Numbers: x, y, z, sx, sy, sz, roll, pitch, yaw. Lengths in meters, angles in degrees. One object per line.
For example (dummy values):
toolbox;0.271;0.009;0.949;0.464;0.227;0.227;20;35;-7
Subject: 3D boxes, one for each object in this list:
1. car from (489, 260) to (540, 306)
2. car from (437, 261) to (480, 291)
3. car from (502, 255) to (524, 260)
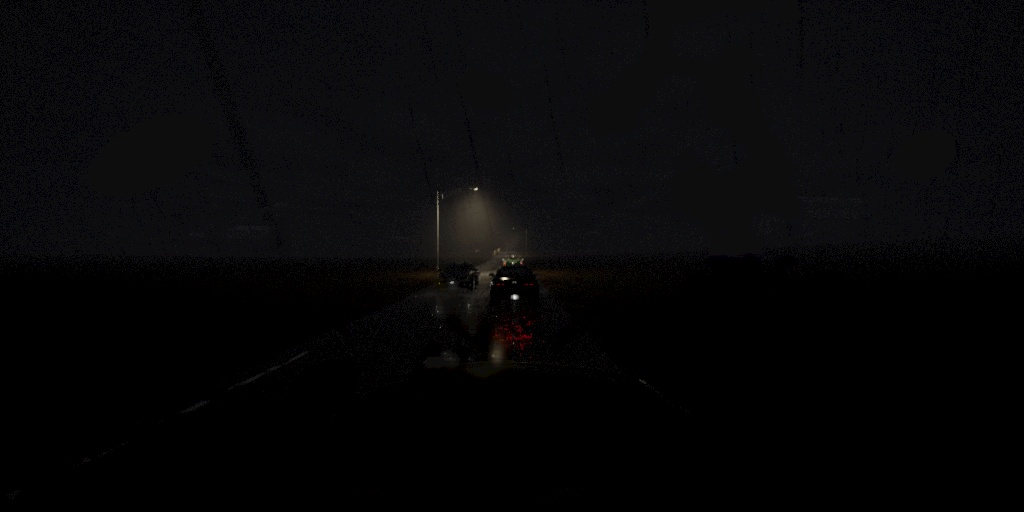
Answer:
car;0.100;1.113;14.807;1.837;1.490;4.892;0;1;0
car;-2.848;1.051;19.813;1.837;1.490;4.892;0;1;0
car;0.104;0.682;35.458;2.097;1.767;4.553;0;1;0
